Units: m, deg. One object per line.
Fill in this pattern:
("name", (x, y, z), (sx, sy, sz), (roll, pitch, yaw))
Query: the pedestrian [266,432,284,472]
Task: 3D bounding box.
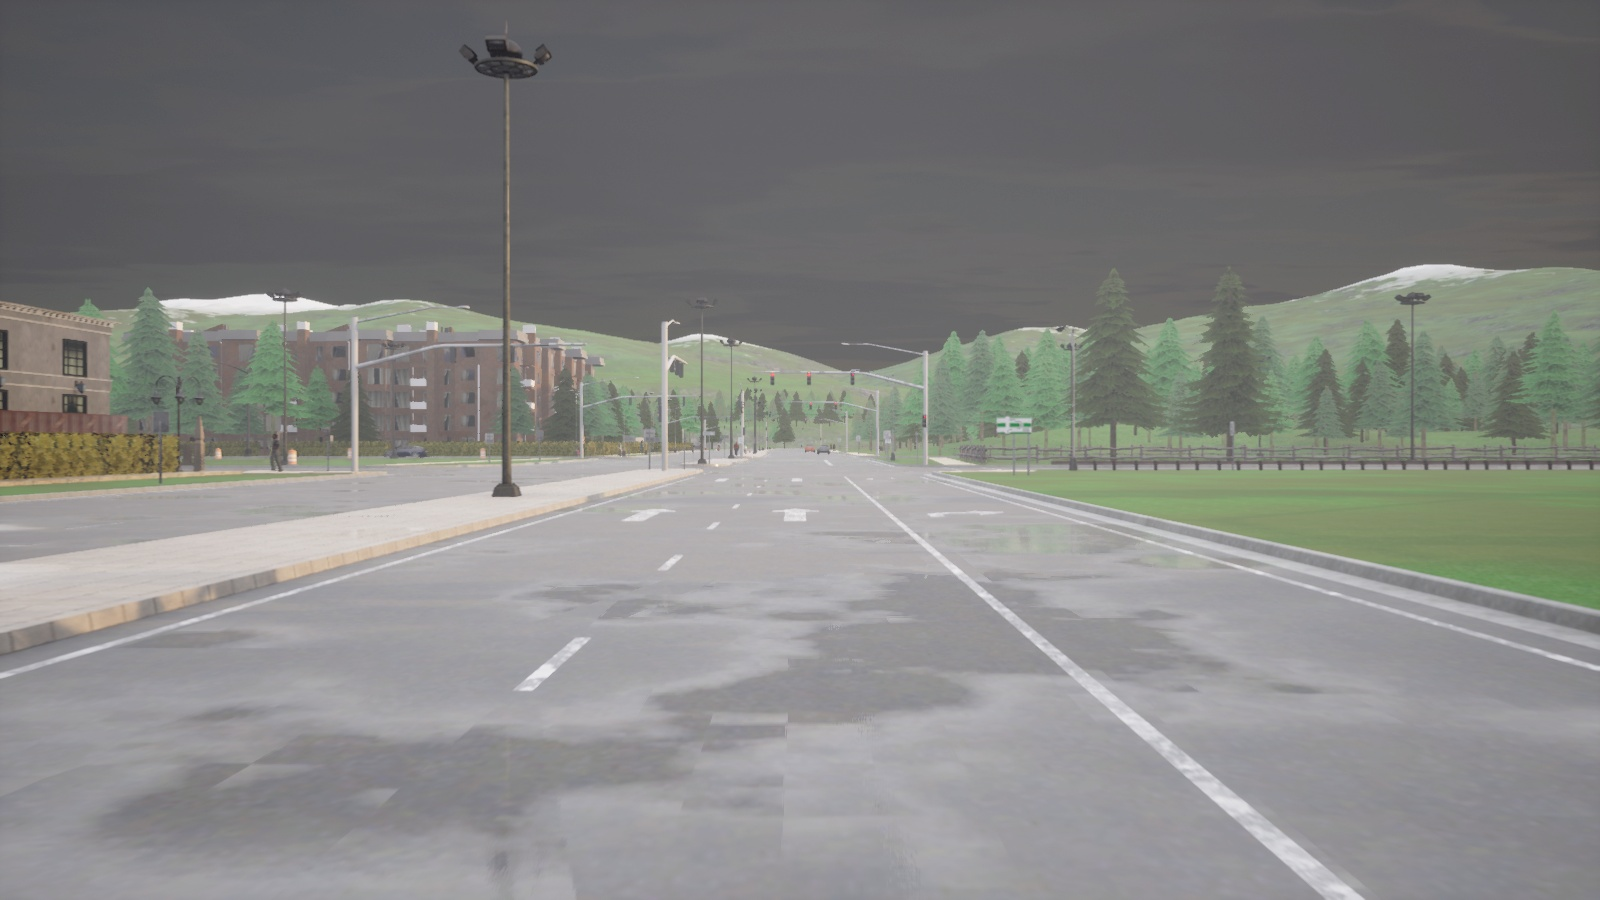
("pedestrian", (-25.264, 0.089, 60.417), (0.402, 1.930, 0.666), (0, 0, 44))
